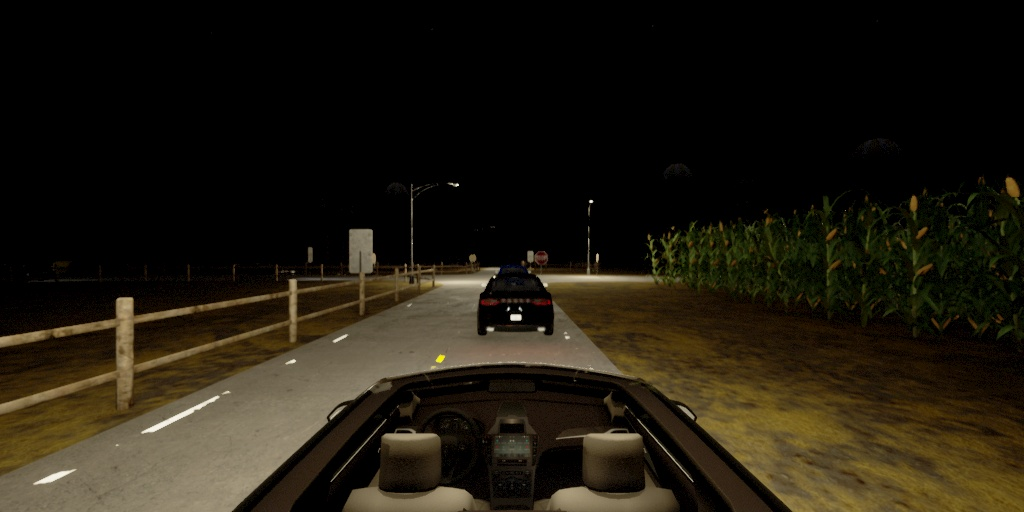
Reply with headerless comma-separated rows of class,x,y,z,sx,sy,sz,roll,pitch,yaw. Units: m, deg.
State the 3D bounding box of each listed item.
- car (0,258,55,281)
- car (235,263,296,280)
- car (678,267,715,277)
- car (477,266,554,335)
car,-45.412,1.238,32.713,5.566,2.045,2.150,-1,1,1
car,-22.364,1.349,32.637,4.902,1.511,2.128,0,1,0
car,19.103,1.440,35.511,5.008,1.535,1.882,1,1,0
car,0.079,1.224,10.482,1.882,1.535,5.008,0,0,0
